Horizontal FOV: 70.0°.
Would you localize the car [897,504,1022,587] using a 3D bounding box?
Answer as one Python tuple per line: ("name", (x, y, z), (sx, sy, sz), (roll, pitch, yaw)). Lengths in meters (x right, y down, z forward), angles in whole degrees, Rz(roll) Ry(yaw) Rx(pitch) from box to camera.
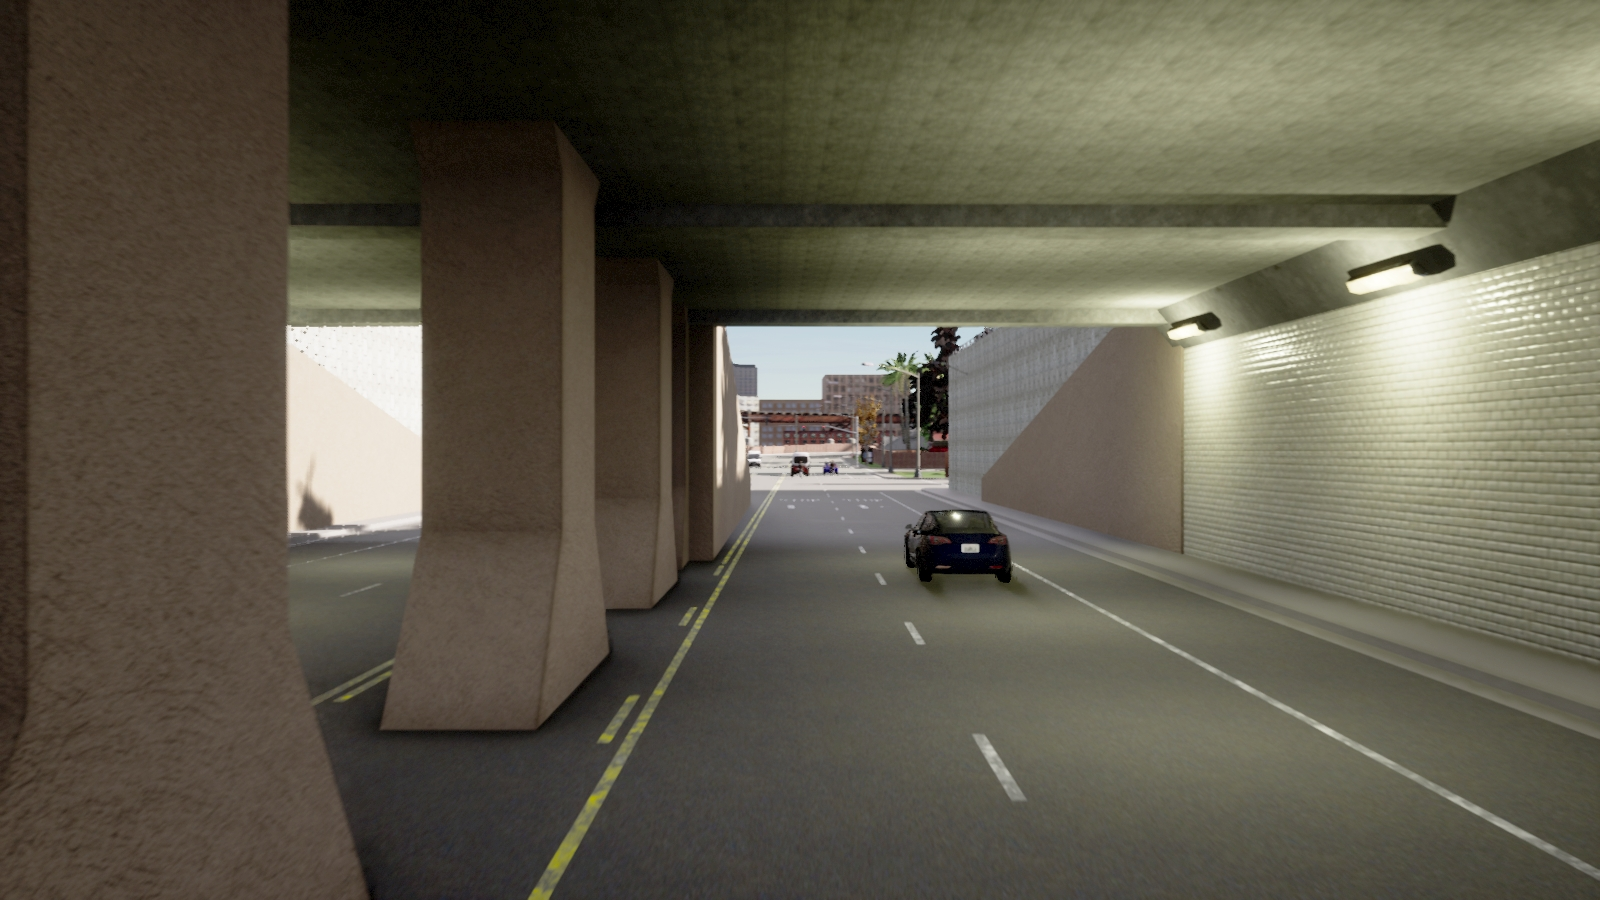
("car", (3.464, 2.063, 25.750), (2.163, 1.488, 4.792), (0, 0, 0))
